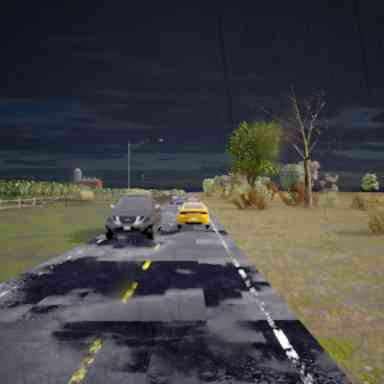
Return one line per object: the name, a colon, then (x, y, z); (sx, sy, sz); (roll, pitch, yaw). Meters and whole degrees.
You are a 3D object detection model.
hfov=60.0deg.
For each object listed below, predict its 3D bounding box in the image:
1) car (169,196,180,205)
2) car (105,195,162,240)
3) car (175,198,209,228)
car: (-2.761, 1.379, 56.048); (1.812, 1.442, 4.674); (0, 0, 0)
car: (-2.754, 1.168, 16.870); (2.150, 2.045, 5.566); (0, 0, 0)
car: (0.093, 1.407, 21.818); (1.882, 1.535, 5.008); (0, 0, 0)
